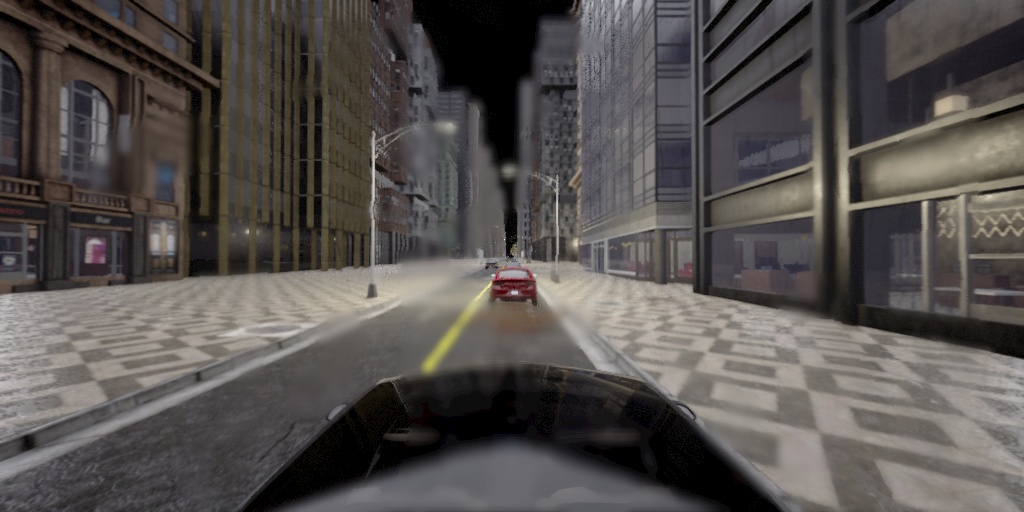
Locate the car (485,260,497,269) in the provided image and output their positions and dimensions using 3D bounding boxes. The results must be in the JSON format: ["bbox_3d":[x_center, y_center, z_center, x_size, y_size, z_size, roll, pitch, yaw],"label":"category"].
[{"bbox_3d":[-3.011,1.245,53.497,2.033,1.411,5.357,0,0,0],"label":"car"}]

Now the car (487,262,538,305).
[{"bbox_3d":[0.097,1.215,15.855,1.882,1.535,5.008,0,0,0],"label":"car"}]
